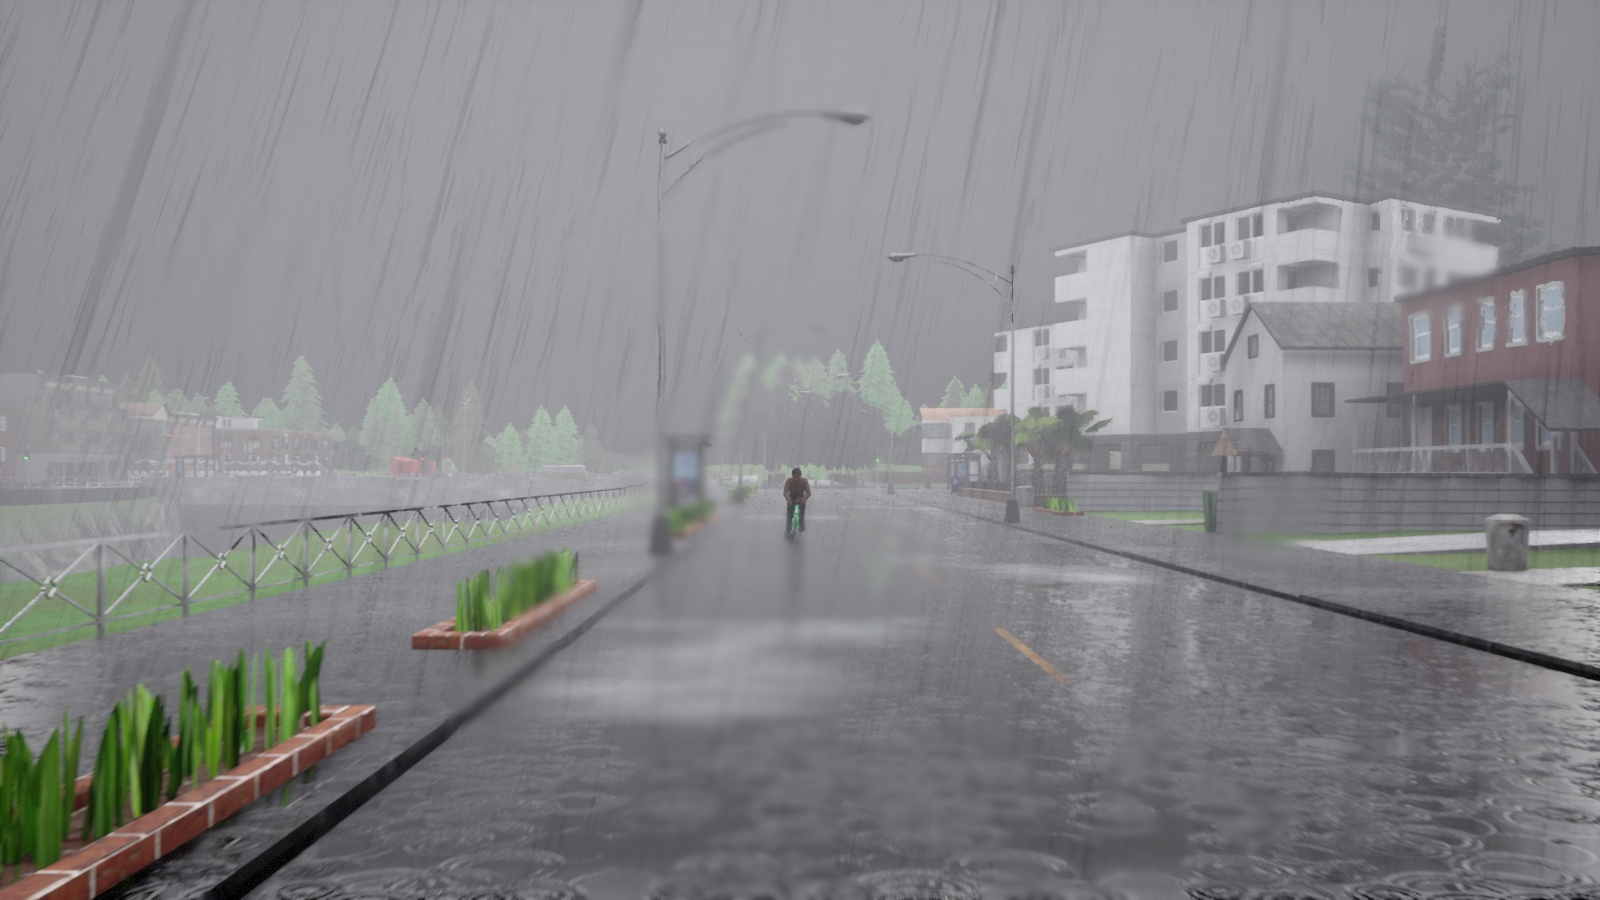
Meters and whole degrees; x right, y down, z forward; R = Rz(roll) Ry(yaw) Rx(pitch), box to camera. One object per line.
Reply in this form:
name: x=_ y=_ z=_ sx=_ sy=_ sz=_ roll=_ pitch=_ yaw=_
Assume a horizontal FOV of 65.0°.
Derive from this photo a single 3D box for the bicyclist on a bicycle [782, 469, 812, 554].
bicyclist on a bicycle: x=-0.058 y=1.184 z=24.839 sx=0.582 sy=1.620 sz=1.656 roll=0 pitch=-1 yaw=0
